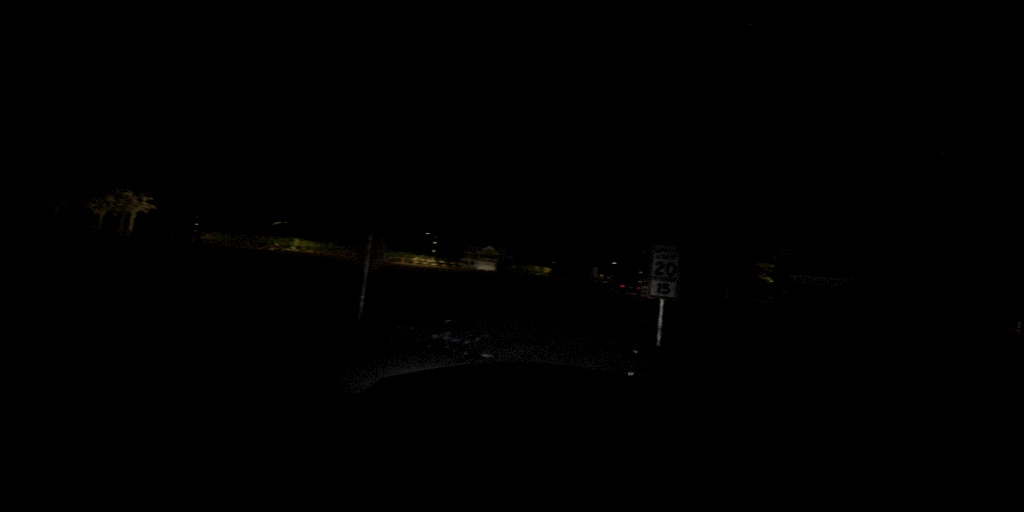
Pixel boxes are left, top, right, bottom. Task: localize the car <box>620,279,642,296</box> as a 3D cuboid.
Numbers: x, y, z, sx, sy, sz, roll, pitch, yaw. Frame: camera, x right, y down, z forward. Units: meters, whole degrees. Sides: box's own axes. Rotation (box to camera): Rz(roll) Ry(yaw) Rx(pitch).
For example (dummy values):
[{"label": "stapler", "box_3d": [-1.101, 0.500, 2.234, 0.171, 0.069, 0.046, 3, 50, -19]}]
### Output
[{"label": "car", "box_3d": [13.326, 3.450, 40.009, 2.097, 1.767, 4.553, 5, -2, 21]}]
